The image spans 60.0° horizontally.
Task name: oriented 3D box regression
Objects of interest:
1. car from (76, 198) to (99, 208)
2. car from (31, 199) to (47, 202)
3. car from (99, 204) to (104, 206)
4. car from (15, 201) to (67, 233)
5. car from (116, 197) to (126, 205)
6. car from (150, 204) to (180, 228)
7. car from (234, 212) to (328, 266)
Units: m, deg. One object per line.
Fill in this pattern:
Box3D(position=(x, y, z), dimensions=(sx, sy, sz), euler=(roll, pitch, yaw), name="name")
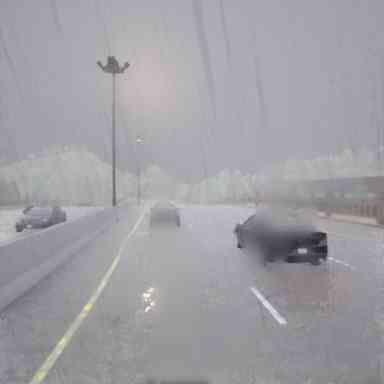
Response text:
Box3D(position=(-15.315, 1.529, 48.212), dimensions=(1.994, 1.385, 4.181), euler=(0, 0, -6), name="car")
Box3D(position=(-17.882, 1.557, 39.143), dimensions=(1.994, 1.385, 4.181), euler=(0, 0, -6), name="car")
Box3D(position=(-22.118, 3.465, 79.646), dimensions=(2.033, 1.411, 5.357), euler=(0, -6, -6), name="car")
Box3D(position=(-8.790, 1.520, 19.821), dimensions=(1.812, 1.442, 4.674), euler=(0, 0, -6), name="car")
Box3D(position=(-13.103, 1.768, 60.849), dimensions=(1.837, 1.490, 4.892), euler=(0, -3, -6), name="car")
Box3D(position=(-1.776, 1.481, 21.833), dimensions=(1.812, 1.442, 4.674), euler=(0, 0, -6), name="car")
Box3D(position=(2.773, 1.435, 11.434), dimensions=(1.882, 1.535, 5.008), euler=(0, 0, -5), name="car")
